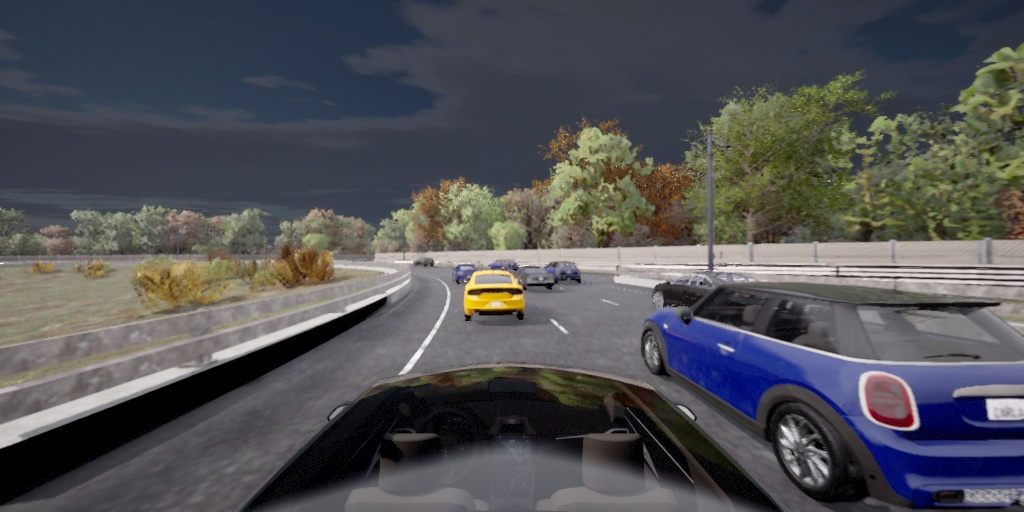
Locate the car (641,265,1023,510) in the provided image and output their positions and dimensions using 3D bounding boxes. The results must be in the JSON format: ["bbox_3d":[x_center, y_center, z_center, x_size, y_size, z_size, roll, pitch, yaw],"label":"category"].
[{"bbox_3d":[3.390,1.095,4.615,2.097,1.767,4.553,0,0,-1],"label":"car"}]

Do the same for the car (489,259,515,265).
[{"bbox_3d":[-1.292,1.146,47.046,2.097,1.767,4.553,0,0,-38],"label":"car"}]

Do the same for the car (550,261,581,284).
[{"bbox_3d":[3.624,1.164,27.900,2.097,1.767,4.553,-1,0,-13],"label":"car"}]

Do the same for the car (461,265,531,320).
[{"bbox_3d":[-0.739,1.267,12.931,1.882,1.535,5.008,0,0,-6],"label":"car"}]

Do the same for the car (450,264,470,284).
[{"bbox_3d":[-3.719,1.380,28.498,1.812,1.442,4.674,0,0,-15],"label":"car"}]

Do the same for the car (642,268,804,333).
[{"bbox_3d":[6.413,1.244,11.814,2.128,1.511,4.902,0,0,-5],"label":"car"}]

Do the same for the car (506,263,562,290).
[{"bbox_3d":[1.193,1.360,22.891,2.033,1.411,5.357,0,0,-11],"label":"car"}]

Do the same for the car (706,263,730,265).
[{"bbox_3d":[15.816,1.201,28.123,4.181,1.385,1.994,0,0,41],"label":"car"}]
